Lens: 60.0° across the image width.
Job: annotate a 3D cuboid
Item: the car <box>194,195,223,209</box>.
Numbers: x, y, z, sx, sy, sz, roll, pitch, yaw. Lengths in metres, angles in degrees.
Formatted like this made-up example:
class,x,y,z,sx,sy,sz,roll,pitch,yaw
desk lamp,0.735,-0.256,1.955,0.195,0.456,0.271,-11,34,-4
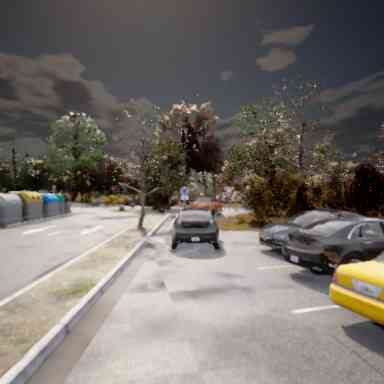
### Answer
class,x,y,z,sx,sy,sz,roll,pitch,yaw
car,1.424,1.191,29.774,2.097,1.767,4.553,1,-1,15

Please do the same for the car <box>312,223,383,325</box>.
class,x,y,z,sx,sy,sz,roll,pitch,yaw
car,5.013,1.453,5.847,5.366,1.575,1.946,1,0,-20

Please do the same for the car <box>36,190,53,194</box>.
class,x,y,z,sx,sy,sz,roll,pitch,yaw
car,-25.168,0.469,55.470,4.553,1.767,2.097,4,-1,1

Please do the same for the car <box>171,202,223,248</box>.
class,x,y,z,sx,sy,sz,roll,pitch,yaw
car,0.130,1.425,14.363,1.837,1.490,4.892,0,1,0

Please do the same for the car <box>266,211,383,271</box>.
class,x,y,z,sx,sy,sz,roll,pitch,yaw
car,4.842,1.438,9.172,4.892,1.521,2.231,1,0,-20

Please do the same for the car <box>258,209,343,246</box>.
class,x,y,z,sx,sy,sz,roll,pitch,yaw
car,4.861,1.419,12.566,4.892,1.521,2.231,1,1,-20
